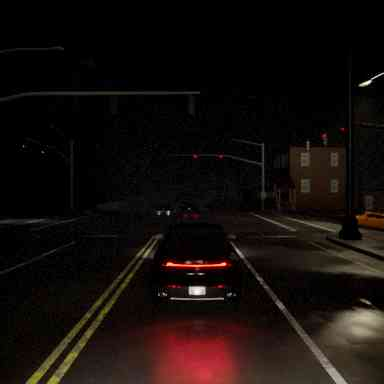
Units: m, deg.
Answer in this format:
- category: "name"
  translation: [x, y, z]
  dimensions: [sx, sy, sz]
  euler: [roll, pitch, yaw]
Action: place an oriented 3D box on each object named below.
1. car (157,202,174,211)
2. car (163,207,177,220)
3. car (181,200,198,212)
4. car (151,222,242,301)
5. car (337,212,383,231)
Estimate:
- category: "car"
  translation: [-3.662, 2.056, 45.623]
  dimensions: [2.033, 1.411, 5.357]
  euler: [0, -4, 0]
- category: "car"
  translation: [-3.674, 3.615, 55.725]
  dimensions: [2.033, 1.411, 5.357]
  euler: [0, -12, 0]
- category: "car"
  translation: [-0.276, 1.651, 39.407]
  dimensions: [1.895, 1.301, 4.718]
  euler: [0, -3, 0]
- category: "car"
  translation: [0.088, 1.505, 8.325]
  dimensions: [1.837, 1.490, 4.892]
  euler: [0, 0, 0]
- category: "car"
  translation: [15.218, 2.448, 28.820]
  dimensions: [5.008, 1.535, 1.882]
  euler: [8, 0, 0]
